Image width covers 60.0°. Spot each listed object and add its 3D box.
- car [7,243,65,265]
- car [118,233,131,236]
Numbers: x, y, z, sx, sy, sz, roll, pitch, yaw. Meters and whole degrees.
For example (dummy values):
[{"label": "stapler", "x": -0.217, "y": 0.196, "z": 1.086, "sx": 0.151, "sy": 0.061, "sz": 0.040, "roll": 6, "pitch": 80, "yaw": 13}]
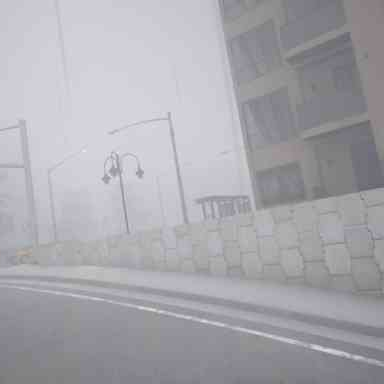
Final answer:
[{"label": "car", "x": -13.698, "y": 5.364, "z": 29.563, "sx": 1.882, "sy": 1.535, "sz": 5.008, "roll": -14, "pitch": -8, "yaw": 35}, {"label": "car", "x": -7.857, "y": 5.457, "z": 37.496, "sx": 1.895, "sy": 1.301, "sz": 4.718, "roll": -14, "pitch": -8, "yaw": 35}]
